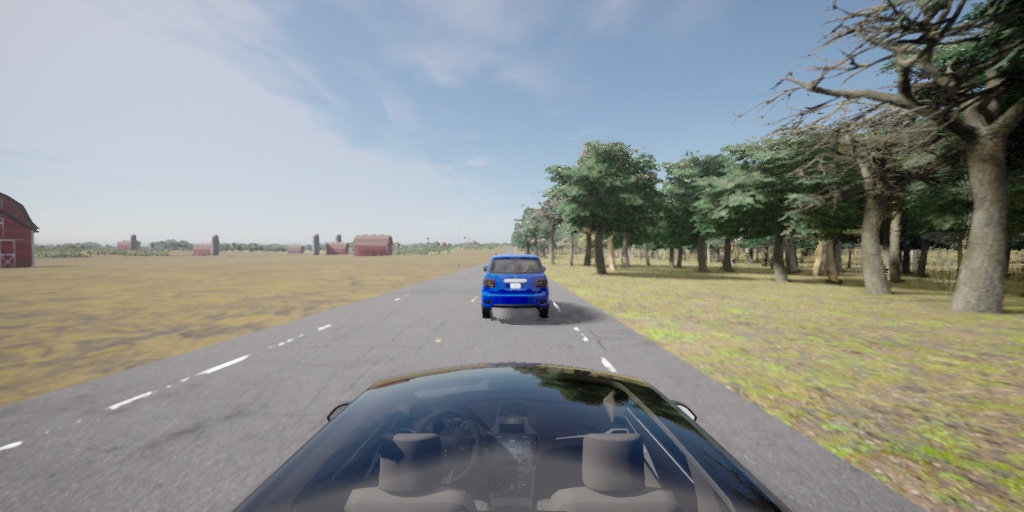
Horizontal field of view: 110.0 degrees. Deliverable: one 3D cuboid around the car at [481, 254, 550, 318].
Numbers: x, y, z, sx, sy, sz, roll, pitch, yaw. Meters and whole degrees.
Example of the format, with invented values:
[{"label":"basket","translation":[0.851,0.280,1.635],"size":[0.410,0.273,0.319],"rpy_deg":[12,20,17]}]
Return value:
[{"label":"car","translation":[0.104,0.968,13.174],"size":[2.150,2.045,5.566],"rpy_deg":[0,0,0]}]
